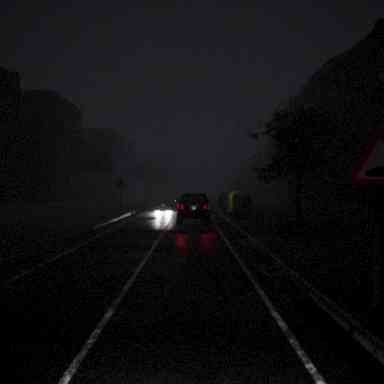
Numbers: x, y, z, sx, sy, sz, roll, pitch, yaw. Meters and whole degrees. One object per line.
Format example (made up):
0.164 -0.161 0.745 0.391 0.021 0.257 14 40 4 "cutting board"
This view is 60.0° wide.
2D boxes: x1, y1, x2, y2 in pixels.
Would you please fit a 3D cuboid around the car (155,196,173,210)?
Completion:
-3.092 1.171 37.717 2.128 1.511 4.902 0 0 0 "car"

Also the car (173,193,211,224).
0.103 1.040 22.802 2.150 2.045 5.566 0 1 0 "car"

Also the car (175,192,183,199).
-2.998 0.770 78.319 1.812 1.442 4.674 0 0 0 "car"

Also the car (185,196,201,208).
0.101 1.248 41.630 1.895 1.301 4.718 0 0 0 "car"
